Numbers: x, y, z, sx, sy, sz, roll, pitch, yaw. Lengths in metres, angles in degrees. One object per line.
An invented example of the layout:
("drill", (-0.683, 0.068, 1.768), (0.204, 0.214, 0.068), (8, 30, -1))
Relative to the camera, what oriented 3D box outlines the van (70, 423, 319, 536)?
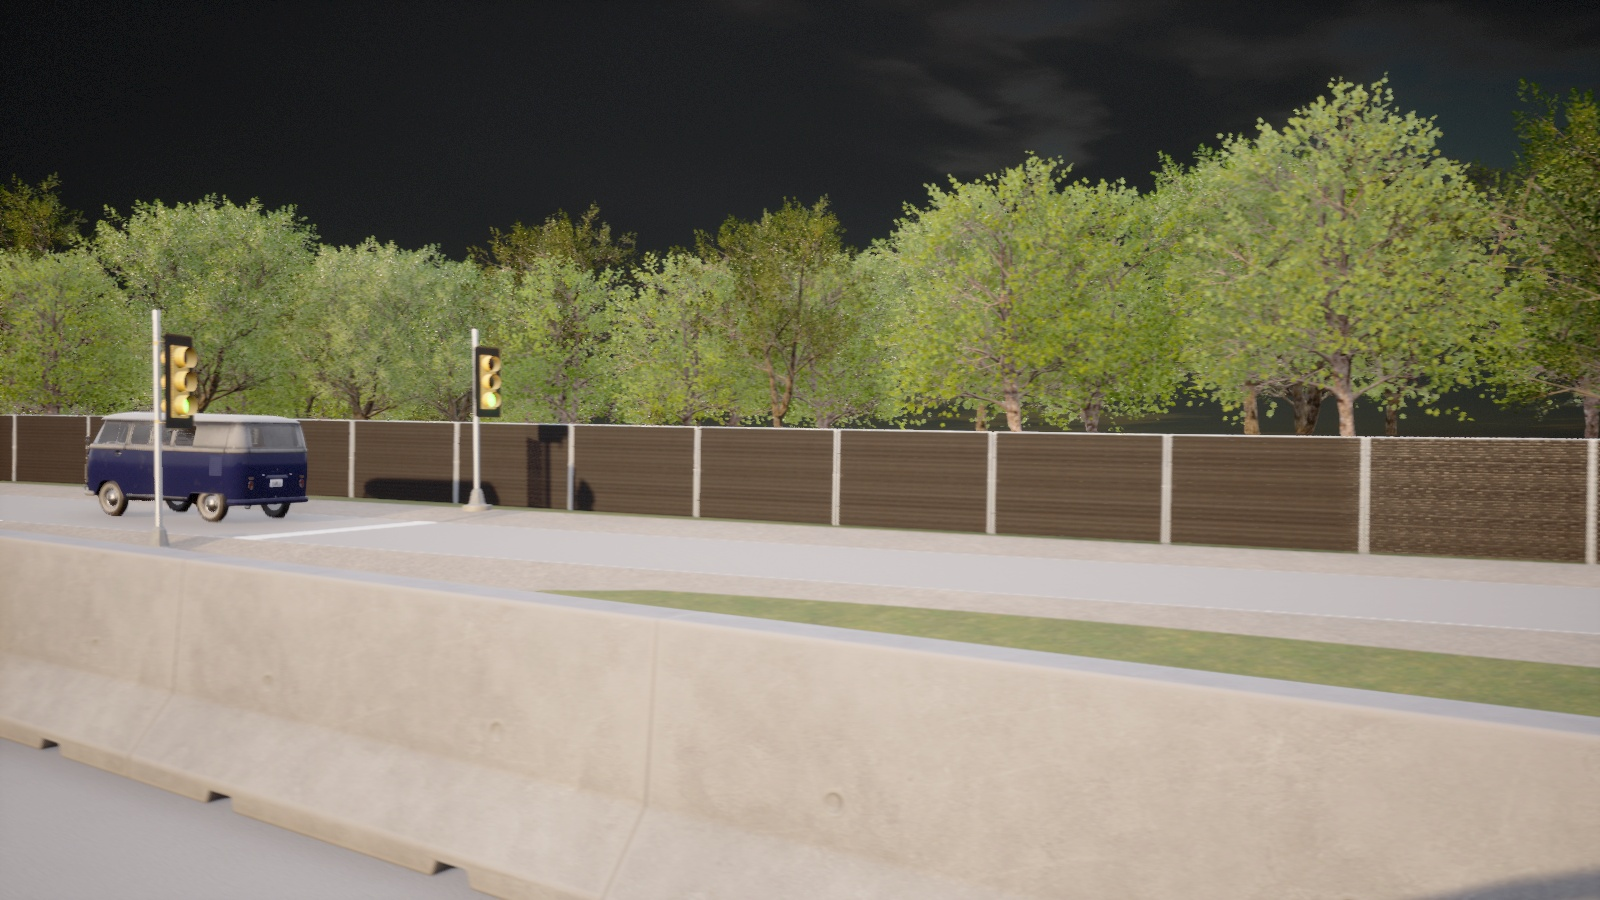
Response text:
("van", (-11.490, 0.492, 23.816), (4.442, 1.987, 1.775), (1, 1, 23))
